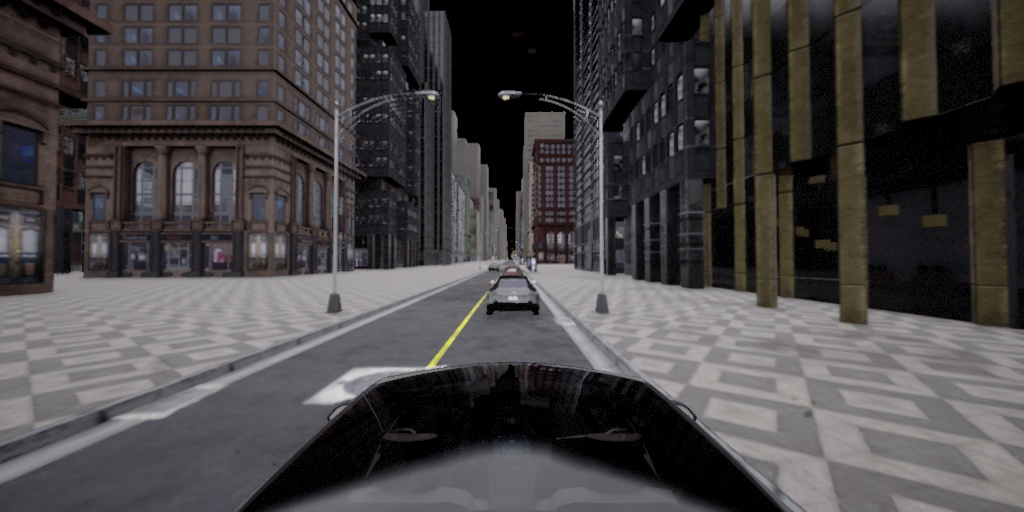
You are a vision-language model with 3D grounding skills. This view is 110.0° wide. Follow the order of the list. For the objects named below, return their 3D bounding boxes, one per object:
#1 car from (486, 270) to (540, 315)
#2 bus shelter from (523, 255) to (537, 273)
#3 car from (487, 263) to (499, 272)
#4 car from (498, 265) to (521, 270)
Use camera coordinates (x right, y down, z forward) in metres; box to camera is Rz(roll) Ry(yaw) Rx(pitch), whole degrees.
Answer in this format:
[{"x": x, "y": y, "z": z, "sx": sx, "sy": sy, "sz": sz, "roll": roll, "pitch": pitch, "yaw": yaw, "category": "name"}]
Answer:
[{"x": 0.049, "y": 1.450, "z": 14.393, "sx": 1.994, "sy": 1.385, "sz": 4.181, "roll": 0, "pitch": -1, "yaw": 0, "category": "car"}, {"x": 3.139, "y": 1.233, "z": 54.775, "sx": 1.920, "sy": 2.740, "sz": 3.880, "roll": 0, "pitch": 0, "yaw": 0, "category": "bus shelter"}, {"x": -3.041, "y": 1.926, "z": 60.610, "sx": 1.837, "sy": 1.490, "sz": 4.892, "roll": 0, "pitch": 0, "yaw": 1, "category": "car"}, {"x": 0.052, "y": 1.591, "z": 29.920, "sx": 1.812, "sy": 1.442, "sz": 4.674, "roll": 0, "pitch": 0, "yaw": 0, "category": "car"}]
